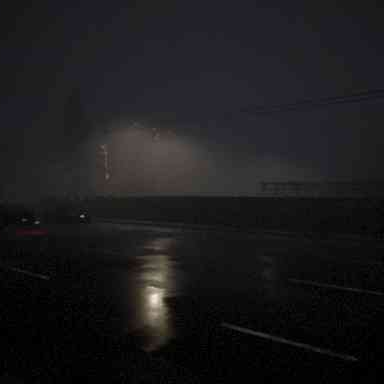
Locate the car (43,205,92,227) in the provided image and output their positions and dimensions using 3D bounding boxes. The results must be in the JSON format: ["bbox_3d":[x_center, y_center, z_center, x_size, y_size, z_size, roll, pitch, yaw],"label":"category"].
[{"bbox_3d":[-8.916,1.578,23.248,4.181,1.385,1.994,0,0,35],"label":"car"}]

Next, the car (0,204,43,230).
[{"bbox_3d":[-11.902,1.492,21.078,5.008,1.535,1.882,0,0,35],"label":"car"}]
